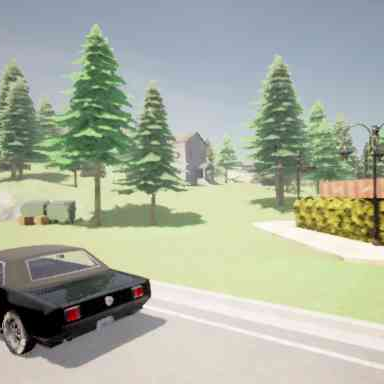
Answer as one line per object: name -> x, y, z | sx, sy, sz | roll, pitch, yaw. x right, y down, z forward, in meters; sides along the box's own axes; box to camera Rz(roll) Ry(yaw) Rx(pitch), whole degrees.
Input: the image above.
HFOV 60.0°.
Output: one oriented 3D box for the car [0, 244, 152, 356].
car -> -3.082, 1.666, 6.191 | 4.718, 1.301, 1.895 | -1, 0, 36
